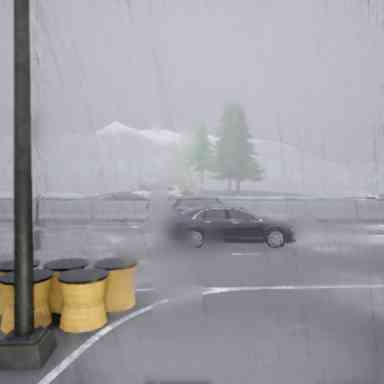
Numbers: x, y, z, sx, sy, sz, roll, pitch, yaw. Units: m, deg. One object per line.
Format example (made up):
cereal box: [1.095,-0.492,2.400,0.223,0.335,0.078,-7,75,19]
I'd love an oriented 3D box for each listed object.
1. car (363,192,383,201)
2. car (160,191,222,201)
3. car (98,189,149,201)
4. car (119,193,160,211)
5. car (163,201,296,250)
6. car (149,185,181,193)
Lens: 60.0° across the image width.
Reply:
car: [15.967,0.980,27.728,4.181,1.385,1.994,0,2,-4]
car: [0.877,1.002,15.981,4.553,1.767,2.097,0,2,-4]
car: [-7.004,0.676,33.187,4.674,1.442,1.812,0,2,-4]
car: [-3.115,0.952,26.439,4.718,1.301,1.895,0,2,-4]
car: [1.427,1.250,12.515,4.892,1.490,1.837,0,2,-4]
car: [-3.786,0.292,36.902,5.566,2.045,2.150,0,2,-4]
